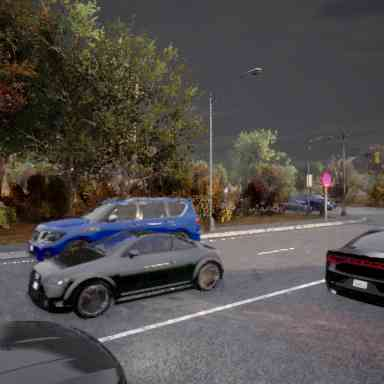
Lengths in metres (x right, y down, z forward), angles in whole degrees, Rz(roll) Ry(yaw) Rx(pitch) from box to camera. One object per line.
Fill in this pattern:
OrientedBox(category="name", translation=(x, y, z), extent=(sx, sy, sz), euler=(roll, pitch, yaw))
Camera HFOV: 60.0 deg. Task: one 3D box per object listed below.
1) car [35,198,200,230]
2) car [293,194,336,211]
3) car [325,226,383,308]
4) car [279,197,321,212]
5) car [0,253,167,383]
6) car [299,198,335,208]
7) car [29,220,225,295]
OrientedBox(category="car", translation=(-2.262, 1.221, 10.988), extent=(5.566, 2.045, 2.150), euler=(0, 0, -36))
OrientedBox(category="car", translation=(14.662, 1.221, 40.649), extent=(2.150, 2.045, 5.566), euler=(0, 0, -31))
OrientedBox(category="car", translation=(4.986, 1.478, 7.329), extent=(5.008, 1.535, 1.882), euler=(0, 0, -36))
OrientedBox(category="car", translation=(12.062, 1.564, 38.178), extent=(1.994, 1.385, 4.181), euler=(0, 0, -32))
OrientedBox(category="car", translation=(-2.729, 1.505, 1.790), extent=(4.892, 1.490, 1.837), euler=(0, 0, -36))
OrientedBox(category="car", translation=(18.148, 1.600, 48.388), extent=(1.895, 1.301, 4.718), euler=(0, 0, -31))
OrientedBox(category="car", translation=(-1.295, 1.564, 7.374), extent=(4.181, 1.385, 1.994), euler=(0, 0, -36))
